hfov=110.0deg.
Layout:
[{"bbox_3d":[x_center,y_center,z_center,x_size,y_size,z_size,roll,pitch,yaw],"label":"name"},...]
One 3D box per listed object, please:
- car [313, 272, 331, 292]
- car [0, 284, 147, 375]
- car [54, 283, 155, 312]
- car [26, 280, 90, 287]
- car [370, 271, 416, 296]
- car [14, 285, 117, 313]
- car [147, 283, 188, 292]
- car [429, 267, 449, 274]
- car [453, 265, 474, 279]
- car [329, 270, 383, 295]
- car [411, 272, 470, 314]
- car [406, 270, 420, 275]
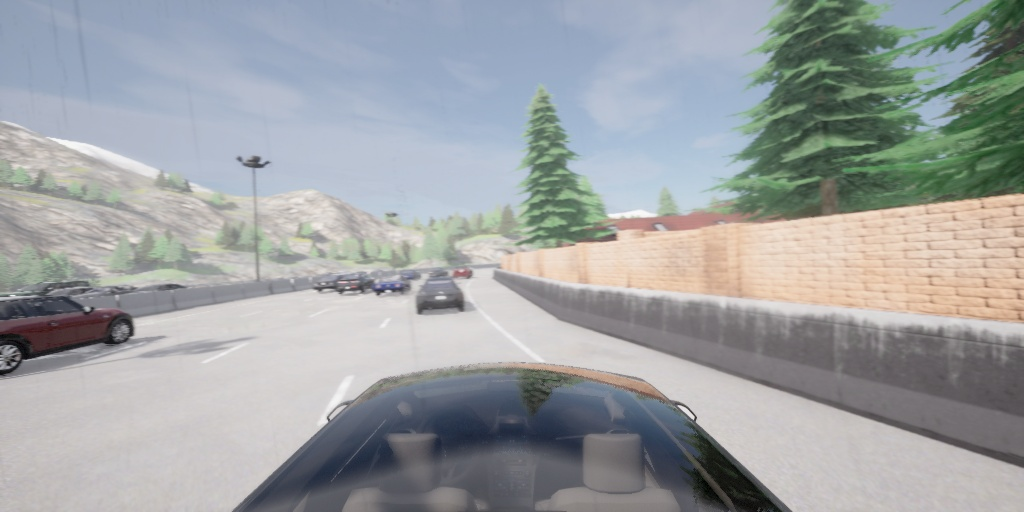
[{"bbox_3d":[-16.117,2.448,32.761,2.033,1.411,5.357,-3,-1,-4],"label":"car"},{"bbox_3d":[-12.450,1.793,9.192,2.097,1.767,4.553,-3,-1,-13],"label":"car"},{"bbox_3d":[-29.710,2.976,26.459,2.128,1.511,4.902,-3,-1,-6],"label":"car"},{"bbox_3d":[-36.977,3.084,28.595,2.150,2.045,5.566,-3,-1,-4],"label":"car"},{"bbox_3d":[-8.371,2.040,25.603,1.895,1.301,4.718,-3,-1,-7],"label":"car"},{"bbox_3d":[-33.279,3.169,27.009,1.837,1.490,4.892,-3,-1,-6],"label":"car"},{"bbox_3d":[-26.187,2.817,26.371,1.837,1.490,4.892,-3,-1,-6],"label":"car"},{"bbox_3d":[-9.529,2.240,46.948,2.128,1.511,4.902,-3,-1,1],"label":"car"},{"bbox_3d":[-6.040,1.905,44.721,2.097,1.767,4.553,-3,-1,0],"label":"car"},{"bbox_3d":[-12.186,2.148,28.402,2.128,1.511,4.902,-3,-1,-6],"label":"car"},{"bbox_3d":[-3.187,1.638,15.966,1.994,1.385,4.181,-3,-1,-11],"label":"car"},{"bbox_3d":[-13.004,2.471,46.113,1.994,1.385,4.181,-3,-1,0],"label":"car"}]
